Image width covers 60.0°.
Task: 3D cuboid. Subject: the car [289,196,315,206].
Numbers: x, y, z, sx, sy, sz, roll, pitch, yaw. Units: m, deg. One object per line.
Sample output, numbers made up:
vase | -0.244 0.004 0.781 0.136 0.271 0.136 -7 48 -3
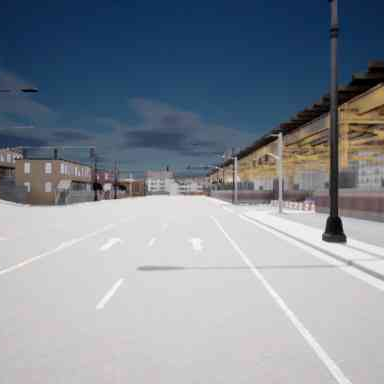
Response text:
car | 15.969 1.259 48.164 1.853 1.218 4.536 0 0 44

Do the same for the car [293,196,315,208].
car | 15.976 1.258 43.476 1.853 1.218 4.536 0 0 -36
